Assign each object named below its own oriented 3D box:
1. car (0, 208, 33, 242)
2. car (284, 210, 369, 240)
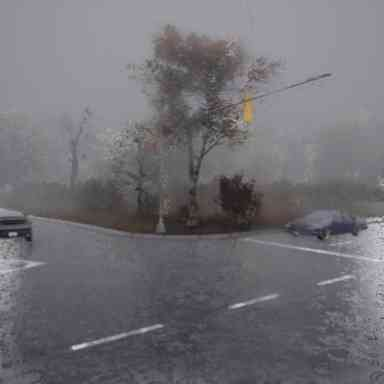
[{"bbox_3d":[-8.986,1.518,15.847,1.837,1.490,4.892,1,-1,-38],"label":"car"},{"bbox_3d":[7.331,1.665,17.823,5.357,1.411,2.033,1,0,-35],"label":"car"}]
